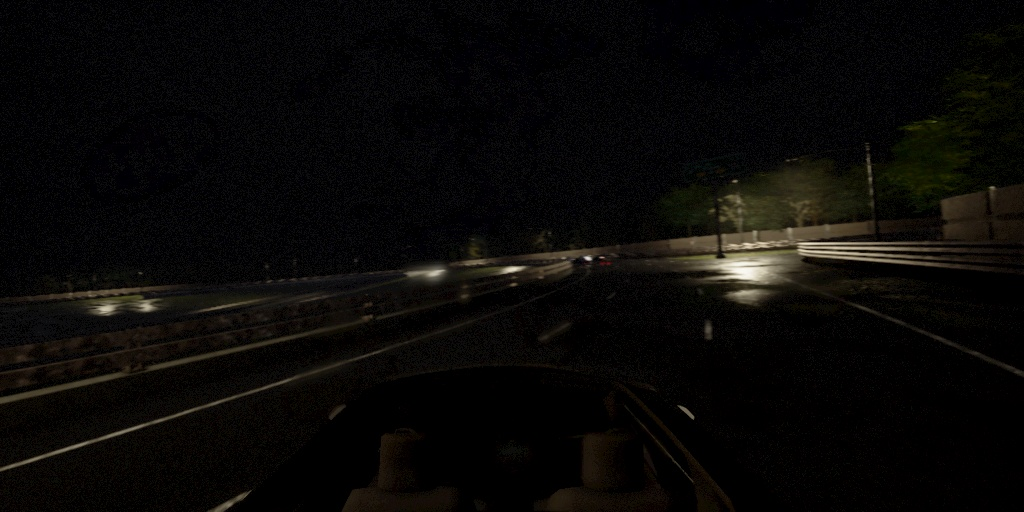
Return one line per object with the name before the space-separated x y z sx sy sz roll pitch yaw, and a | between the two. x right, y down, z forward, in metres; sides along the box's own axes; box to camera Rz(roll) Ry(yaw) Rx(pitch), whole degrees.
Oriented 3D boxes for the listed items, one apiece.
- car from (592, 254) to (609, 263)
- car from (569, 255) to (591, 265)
car | 15.587 0.455 63.357 2.128 1.511 4.902 -5 0 -5
car | 12.103 0.814 63.450 1.994 1.385 4.181 -5 0 -5
